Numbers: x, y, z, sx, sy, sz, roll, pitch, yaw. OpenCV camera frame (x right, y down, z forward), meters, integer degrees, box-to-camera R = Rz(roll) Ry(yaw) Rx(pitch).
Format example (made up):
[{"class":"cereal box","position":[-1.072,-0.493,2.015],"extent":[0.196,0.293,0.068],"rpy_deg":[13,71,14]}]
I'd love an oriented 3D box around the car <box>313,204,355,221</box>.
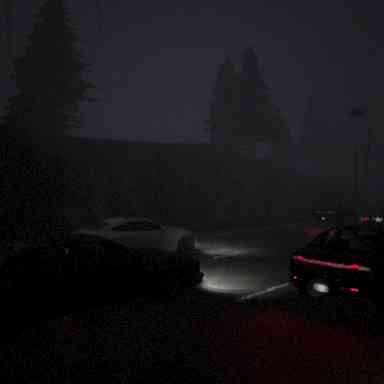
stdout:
[{"class":"car","position":[10.421,1.577,23.874],"extent":[2.128,1.511,4.902],"rpy_deg":[0,0,44]}]

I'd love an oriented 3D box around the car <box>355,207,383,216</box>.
[{"class":"car","position":[12.368,1.625,20.833],"extent":[2.033,1.411,5.357],"rpy_deg":[0,0,44]}]

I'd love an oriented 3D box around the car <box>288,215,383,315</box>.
[{"class":"car","position":[4.124,1.520,7.618],"extent":[4.902,1.511,2.128],"rpy_deg":[0,0,-42]}]

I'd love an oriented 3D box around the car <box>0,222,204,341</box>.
[{"class":"car","position":[-2.311,1.568,6.551],"extent":[5.357,1.411,2.033],"rpy_deg":[0,0,-38]}]

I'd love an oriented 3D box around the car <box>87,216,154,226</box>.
[{"class":"car","position":[-1.988,1.562,11.484],"extent":[4.674,1.442,1.812],"rpy_deg":[0,0,-41]}]
